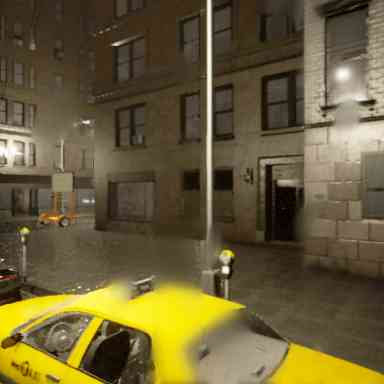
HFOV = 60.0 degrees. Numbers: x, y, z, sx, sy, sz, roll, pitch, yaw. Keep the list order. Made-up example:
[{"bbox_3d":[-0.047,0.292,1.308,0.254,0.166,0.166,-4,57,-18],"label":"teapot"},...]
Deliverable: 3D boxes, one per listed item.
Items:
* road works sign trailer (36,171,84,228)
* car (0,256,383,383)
[{"bbox_3d":[-8.332,0.440,21.933,2.380,3.560,2.880,0,0,35],"label":"road works sign trailer"},{"bbox_3d":[-0.687,1.532,3.306,4.829,1.417,1.752,0,0,35],"label":"car"}]
